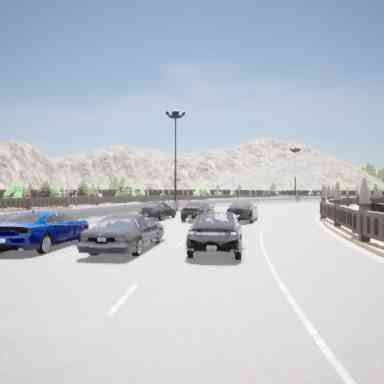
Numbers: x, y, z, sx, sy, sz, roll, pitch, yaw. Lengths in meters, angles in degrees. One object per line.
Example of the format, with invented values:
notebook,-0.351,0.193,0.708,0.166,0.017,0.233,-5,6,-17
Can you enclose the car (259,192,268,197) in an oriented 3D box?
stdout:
car,19.017,1.094,83.517,5.566,2.045,2.150,0,0,-40

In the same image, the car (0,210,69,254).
car,-5.963,1.484,13.571,1.882,1.535,5.008,0,0,9

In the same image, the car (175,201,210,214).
car,0.538,1.515,26.374,1.837,1.490,4.892,0,0,17

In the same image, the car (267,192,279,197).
car,21.148,1.356,80.742,5.008,1.535,1.882,0,0,-40

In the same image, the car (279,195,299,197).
car,23.256,1.413,77.947,4.902,1.511,2.128,0,0,-40

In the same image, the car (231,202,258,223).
car,3.881,1.484,25.340,1.882,1.535,5.008,0,0,17

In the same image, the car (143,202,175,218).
car,-2.806,1.532,27.408,1.812,1.442,4.674,0,0,17

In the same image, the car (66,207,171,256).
car,-2.502,1.562,13.052,2.033,1.411,5.357,0,0,9

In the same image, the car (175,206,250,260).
car,0.960,1.494,12.534,2.128,1.511,4.902,0,0,9
